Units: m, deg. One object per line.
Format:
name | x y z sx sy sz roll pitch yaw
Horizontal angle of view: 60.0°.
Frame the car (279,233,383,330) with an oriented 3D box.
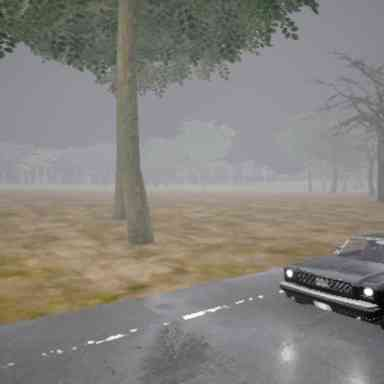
car | 3.972 1.580 6.826 4.718 1.301 1.895 0 0 -35
